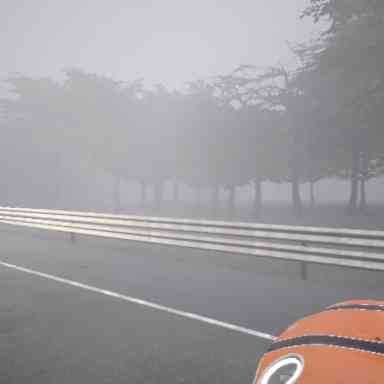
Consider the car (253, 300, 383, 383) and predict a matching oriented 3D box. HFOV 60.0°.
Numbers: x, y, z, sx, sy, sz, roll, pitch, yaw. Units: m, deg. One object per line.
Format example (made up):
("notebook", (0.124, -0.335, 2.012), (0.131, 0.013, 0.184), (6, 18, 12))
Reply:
("car", (2.634, 1.355, 2.010), (4.553, 1.767, 2.097), (0, 0, 35))
